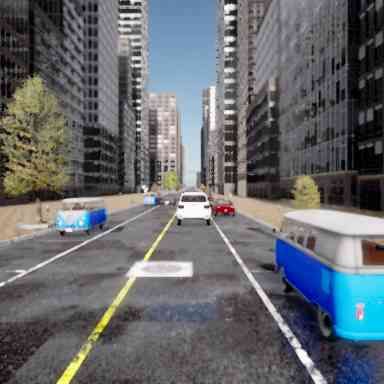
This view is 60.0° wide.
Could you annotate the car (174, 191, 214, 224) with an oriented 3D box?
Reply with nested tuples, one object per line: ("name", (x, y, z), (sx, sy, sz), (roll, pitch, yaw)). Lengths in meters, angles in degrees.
("car", (0.113, 1.048, 22.892), (2.150, 2.045, 5.566), (0, 1, 0))

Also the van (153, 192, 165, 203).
("van", (-5.671, 0.892, 57.135), (1.690, 1.788, 3.998), (0, 0, 0))

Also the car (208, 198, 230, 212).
("car", (2.702, 1.301, 34.461), (1.947, 1.339, 4.313), (0, 0, 0))

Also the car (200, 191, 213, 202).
("car", (2.712, 0.817, 62.799), (2.192, 1.841, 5.009), (0, 0, 0))

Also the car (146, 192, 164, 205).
("car", (-5.672, 0.913, 51.467), (2.192, 1.841, 5.009), (0, 0, 0))

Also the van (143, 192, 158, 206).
("van", (-5.675, 0.986, 45.799), (1.690, 1.788, 3.998), (0, 0, 0))

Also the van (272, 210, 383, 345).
("van", (2.691, 1.294, 6.119), (1.690, 1.788, 3.998), (0, 0, 0))

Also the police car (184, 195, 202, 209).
("police car", (0.115, 1.180, 41.504), (2.038, 1.542, 4.974), (0, 0, 0))

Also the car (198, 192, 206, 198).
("car", (2.722, 0.803, 91.141), (1.887, 1.381, 4.507), (0, 0, 0))

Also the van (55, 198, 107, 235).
("van", (-5.685, 1.208, 17.459), (1.690, 1.788, 3.998), (0, 0, 0))

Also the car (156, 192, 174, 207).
("car", (-3.073, 1.159, 43.125), (2.128, 1.511, 4.902), (0, 0, 0))

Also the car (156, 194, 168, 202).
("car", (-5.668, 1.047, 62.804), (1.887, 1.381, 4.507), (0, 0, 0))

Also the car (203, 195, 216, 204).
("car", (2.708, 1.180, 51.465), (1.802, 1.307, 4.206), (0, 0, 0))

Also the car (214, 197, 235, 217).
("car", (2.700, 1.324, 28.793), (1.887, 1.381, 4.507), (0, 0, 0))
